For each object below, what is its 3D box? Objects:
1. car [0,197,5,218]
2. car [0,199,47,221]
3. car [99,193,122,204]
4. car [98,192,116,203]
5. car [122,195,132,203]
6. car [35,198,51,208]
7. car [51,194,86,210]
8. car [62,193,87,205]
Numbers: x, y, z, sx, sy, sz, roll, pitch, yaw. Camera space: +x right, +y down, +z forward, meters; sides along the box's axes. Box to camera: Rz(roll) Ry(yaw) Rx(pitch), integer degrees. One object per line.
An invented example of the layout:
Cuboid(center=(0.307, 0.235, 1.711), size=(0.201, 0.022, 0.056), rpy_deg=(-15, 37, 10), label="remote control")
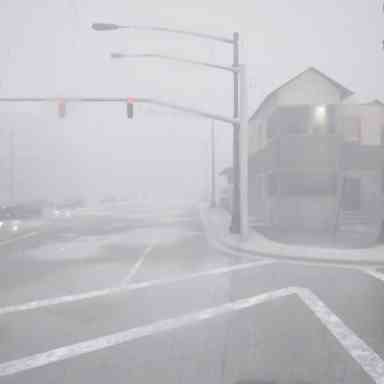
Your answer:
Cuboid(center=(-17.549, 1.357, 27.113), size=(2.097, 1.767, 4.553), rpy_deg=(0, 1, 0), label="car")
Cuboid(center=(-14.051, 1.546, 27.361), size=(1.994, 1.385, 4.181), rpy_deg=(0, 1, 0), label="car")
Cuboid(center=(-14.014, 1.263, 56.858), size=(2.033, 1.411, 5.357), rpy_deg=(0, -1, 0), label="car")
Cuboid(center=(-17.455, 1.194, 68.453), size=(2.150, 2.045, 5.566), rpy_deg=(0, -1, 0), label="car")
Cuboid(center=(-13.954, 1.340, 69.872), size=(2.097, 1.767, 4.553), rpy_deg=(0, -1, 0), label="car")
Cuboid(center=(-17.548, 1.345, 38.599), size=(1.994, 1.385, 4.181), rpy_deg=(0, 1, 0), label="car")
Cuboid(center=(-14.050, 1.303, 38.918), size=(2.033, 1.411, 5.357), rpy_deg=(0, 1, 0), label="car")
Cuboid(center=(-17.542, 1.044, 50.041), size=(2.097, 1.767, 4.553), rpy_deg=(0, 0, 0), label="car")
